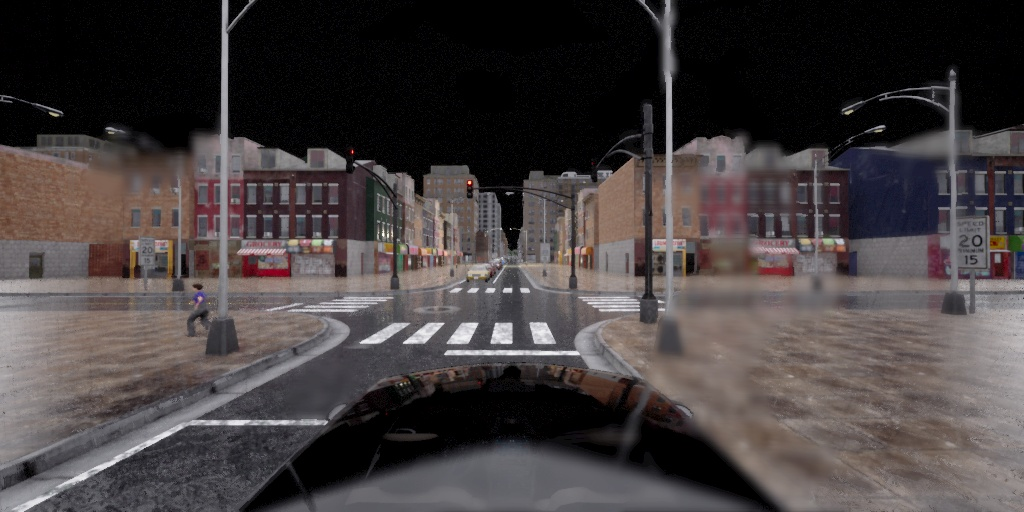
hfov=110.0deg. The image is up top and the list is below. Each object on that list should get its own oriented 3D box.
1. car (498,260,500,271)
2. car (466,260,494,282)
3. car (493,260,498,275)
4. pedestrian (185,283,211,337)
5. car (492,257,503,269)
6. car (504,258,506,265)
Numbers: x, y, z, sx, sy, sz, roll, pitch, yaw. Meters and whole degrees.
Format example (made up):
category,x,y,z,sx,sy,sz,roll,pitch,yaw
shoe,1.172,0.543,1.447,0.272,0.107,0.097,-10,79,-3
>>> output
category,x,y,z,sx,sy,sz,roll,pitch,yaw
car,-2.639,1.367,40.091,1.802,1.307,4.207,0,0,0
car,-2.638,1.292,28.712,1.751,1.417,4.829,0,0,0
car,-2.638,1.320,34.486,1.888,1.381,4.507,0,0,0
pedestrian,-6.997,1.167,8.078,0.375,1.300,0.375,0,0,0
car,-2.640,1.249,51.302,1.967,1.591,4.097,0,0,0
car,-2.641,1.154,62.512,2.192,1.841,5.009,0,0,0
